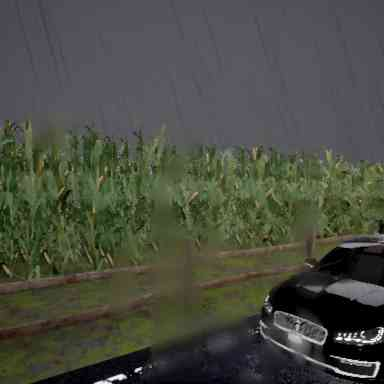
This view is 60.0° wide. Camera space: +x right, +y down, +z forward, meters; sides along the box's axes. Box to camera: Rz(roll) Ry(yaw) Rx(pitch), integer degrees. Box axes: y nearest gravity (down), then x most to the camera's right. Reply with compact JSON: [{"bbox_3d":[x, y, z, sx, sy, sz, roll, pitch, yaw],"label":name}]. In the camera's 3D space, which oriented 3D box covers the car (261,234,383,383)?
[{"bbox_3d":[3.210,1.505,5.377,4.892,1.490,1.837,0,0,-36],"label":"car"}]
